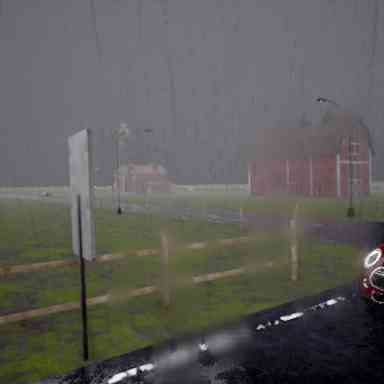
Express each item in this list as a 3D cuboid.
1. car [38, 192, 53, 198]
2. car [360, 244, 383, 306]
[{"bbox_3d":[-35.479,0.767,81.318,1.837,1.490,4.892,-3,2,-36],"label":"car"},{"bbox_3d":[5.359,1.203,6.621,4.553,1.767,2.097,-1,1,-35],"label":"car"}]
